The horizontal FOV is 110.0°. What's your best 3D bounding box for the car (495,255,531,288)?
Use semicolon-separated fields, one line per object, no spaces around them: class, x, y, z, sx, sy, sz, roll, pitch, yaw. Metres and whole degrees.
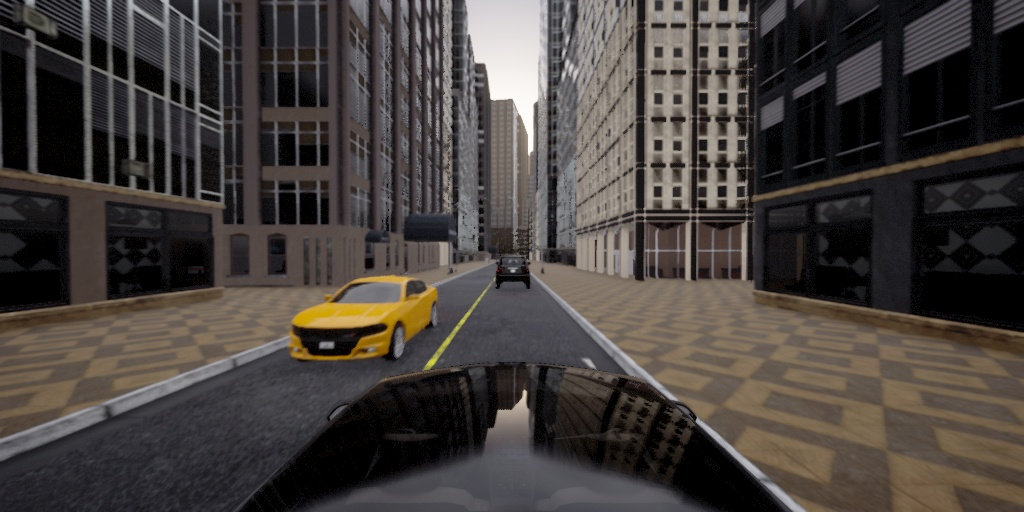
car;0.073;0.956;23.791;2.150;2.045;5.566;0;0;0

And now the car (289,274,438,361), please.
car;-3.067;1.221;8.464;1.882;1.535;5.008;0;0;0
